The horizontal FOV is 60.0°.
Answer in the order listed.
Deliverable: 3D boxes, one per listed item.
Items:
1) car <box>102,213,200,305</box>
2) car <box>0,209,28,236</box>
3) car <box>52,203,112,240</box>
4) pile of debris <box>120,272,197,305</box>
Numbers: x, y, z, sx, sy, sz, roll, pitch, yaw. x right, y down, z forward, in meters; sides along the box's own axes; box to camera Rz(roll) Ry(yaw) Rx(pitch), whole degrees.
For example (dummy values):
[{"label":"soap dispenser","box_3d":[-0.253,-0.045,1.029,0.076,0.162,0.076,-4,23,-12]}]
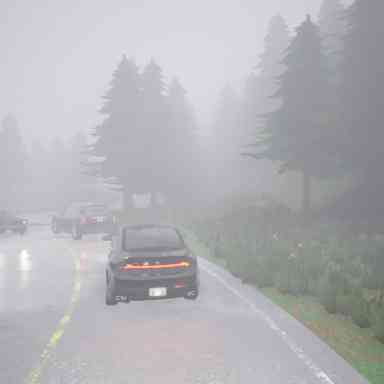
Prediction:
[{"label":"car","box_3d":[-1.110,1.504,8.195,1.837,1.490,4.892,0,0,-12]},{"label":"car","box_3d":[-10.420,1.600,17.736,1.895,1.301,4.718,0,0,-44]},{"label":"car","box_3d":[-5.709,1.352,17.415,2.097,1.767,4.553,0,0,-39]},{"label":"pile of debris","box_3d":[-0.853,2.175,7.706,1.500,0.140,1.860,0,0,-14]}]
